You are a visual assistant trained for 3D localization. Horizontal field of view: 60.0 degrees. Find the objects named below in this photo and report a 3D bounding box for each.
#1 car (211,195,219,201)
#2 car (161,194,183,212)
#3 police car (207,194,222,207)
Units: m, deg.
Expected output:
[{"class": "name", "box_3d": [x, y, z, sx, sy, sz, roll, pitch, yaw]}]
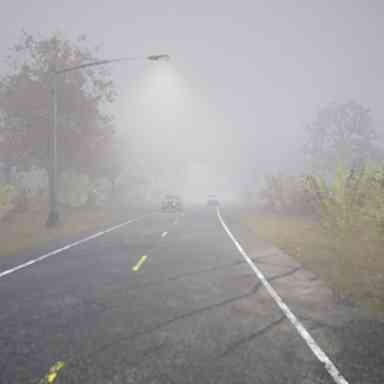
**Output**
[{"class": "car", "box_3d": [5.894, 1.580, 85.045, 1.837, 1.490, 4.892, 0, 0, 8]}, {"class": "car", "box_3d": [-2.268, 1.251, 39.654, 2.150, 2.045, 5.566, 0, 0, 4]}, {"class": "police car", "box_3d": [3.325, 1.494, 52.377, 1.930, 1.638, 5.238, 0, 0, 5]}]
